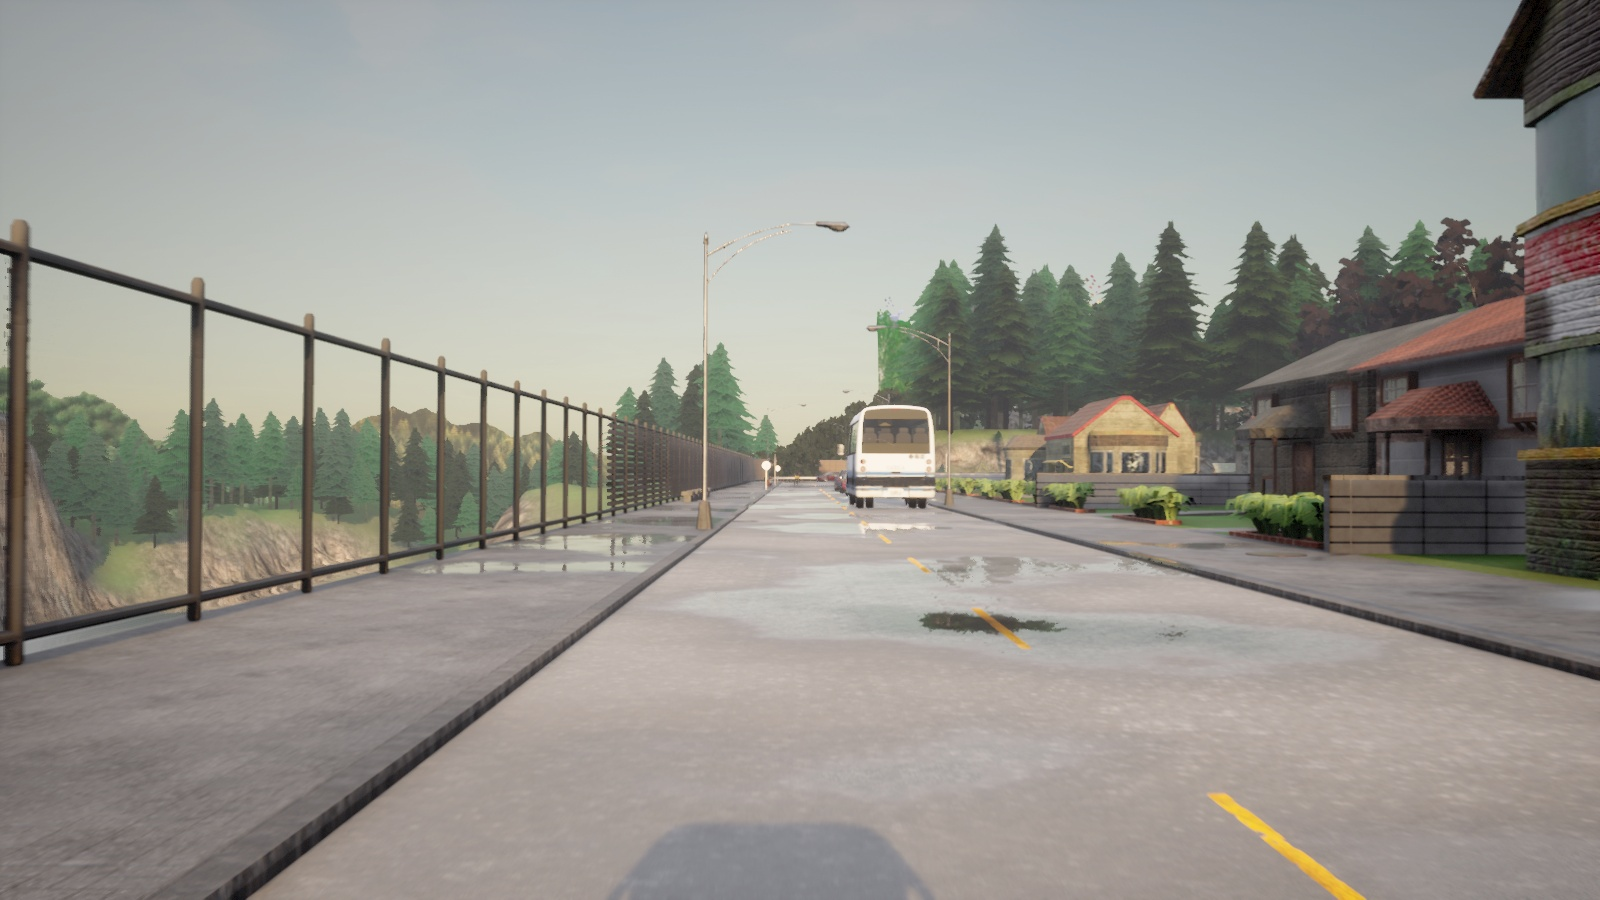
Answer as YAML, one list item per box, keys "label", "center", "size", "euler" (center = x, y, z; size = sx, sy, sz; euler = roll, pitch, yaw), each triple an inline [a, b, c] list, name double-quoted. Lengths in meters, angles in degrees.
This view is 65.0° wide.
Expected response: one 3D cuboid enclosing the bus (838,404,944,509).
- label: "bus"
  center: [3.858, 0.364, 56.250]
  size: [3.944, 4.253, 10.273]
  euler: [0, -1, 0]
